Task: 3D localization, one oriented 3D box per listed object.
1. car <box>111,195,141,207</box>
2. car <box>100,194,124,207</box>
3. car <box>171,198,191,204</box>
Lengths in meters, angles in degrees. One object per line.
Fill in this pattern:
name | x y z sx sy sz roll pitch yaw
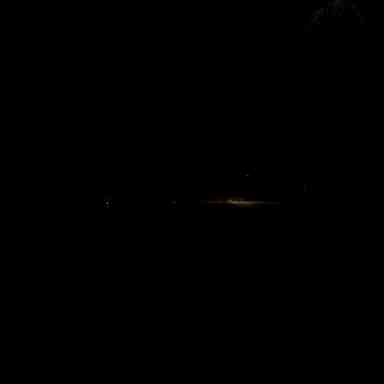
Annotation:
car | -10.816 1.714 57.154 2.128 1.511 4.902 0 -1 35
car | -13.477 1.454 58.284 2.150 2.045 5.566 0 -1 36
car | -2.301 1.839 69.278 1.895 1.301 4.718 0 -1 35
